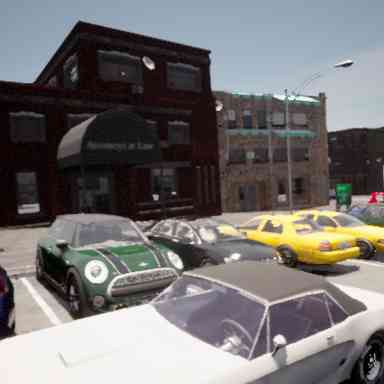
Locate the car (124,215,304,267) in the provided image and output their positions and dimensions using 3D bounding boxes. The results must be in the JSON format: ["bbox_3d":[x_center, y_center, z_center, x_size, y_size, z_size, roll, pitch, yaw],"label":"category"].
[{"bbox_3d":[0.255,1.447,9.194,2.231,1.521,4.892,0,0,-35],"label":"car"}]

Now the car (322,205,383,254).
[{"bbox_3d":[5.253,1.405,12.524,1.946,1.575,5.366,0,0,-36],"label":"car"}]

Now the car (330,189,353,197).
[{"bbox_3d":[21.446,0.346,49.146,2.097,1.767,4.553,-4,0,-23],"label":"car"}]

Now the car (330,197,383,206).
[{"bbox_3d":[7.557,1.259,14.357,2.185,1.767,4.553,-1,0,-36],"label":"car"}]

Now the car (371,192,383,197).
[{"bbox_3d":[12.254,1.027,17.709,2.435,2.045,5.566,-1,1,-35],"label":"car"}]

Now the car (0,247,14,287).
[{"bbox_3d":[-4.440,1.512,5.873,2.163,1.488,4.792,0,0,-36],"label":"car"}]

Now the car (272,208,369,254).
[{"bbox_3d":[2.645,1.424,11.118,1.946,1.575,5.366,0,0,-35],"label":"car"}]

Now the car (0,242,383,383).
[{"bbox_3d":[0.403,1.586,3.665,4.718,1.301,1.895,0,0,-35],"label":"car"}]
